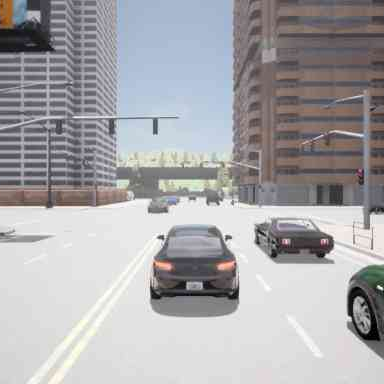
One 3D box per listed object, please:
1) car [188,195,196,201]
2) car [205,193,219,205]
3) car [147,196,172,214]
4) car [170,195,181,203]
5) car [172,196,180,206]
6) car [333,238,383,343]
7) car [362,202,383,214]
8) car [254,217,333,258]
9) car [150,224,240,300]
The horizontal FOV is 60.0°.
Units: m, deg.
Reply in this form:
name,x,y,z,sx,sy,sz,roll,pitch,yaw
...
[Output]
name,x,y,z,sx,sy,sz,roll,pitch,yaw
car,0.045,1.425,77.336,1.837,1.490,4.892,0,0,0
car,3.635,1.221,59.313,2.150,2.045,5.566,0,0,0
car,-3.577,1.352,35.850,2.097,1.767,4.553,0,0,0
car,-3.459,1.525,70.986,2.128,1.511,4.902,0,0,0
car,-3.554,1.477,55.747,1.882,1.535,5.008,0,0,0
car,3.602,1.352,3.660,2.097,1.767,4.553,0,0,0
car,19.977,1.601,33.760,4.718,1.301,1.895,0,0,1
car,3.610,1.601,12.745,1.895,1.301,4.718,0,0,1
car,0.066,1.526,8.294,1.812,1.442,4.674,0,0,0
